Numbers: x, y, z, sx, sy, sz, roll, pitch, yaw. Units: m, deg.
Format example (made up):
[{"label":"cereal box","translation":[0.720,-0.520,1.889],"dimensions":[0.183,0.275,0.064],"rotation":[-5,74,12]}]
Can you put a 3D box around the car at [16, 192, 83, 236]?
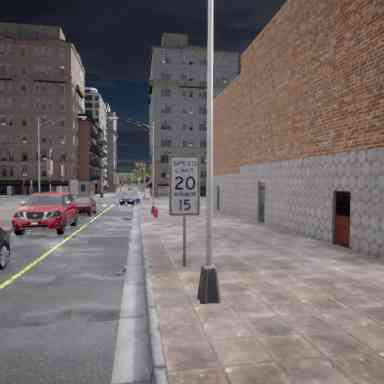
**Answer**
[{"label":"car","translation":[-7.500,1.020,17.569],"dimensions":[2.150,2.045,5.566],"rotation":[0,1,-10]}]

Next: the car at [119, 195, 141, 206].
[{"label":"car","translation":[-7.927,1.085,42.906],"dimensions":[1.895,1.301,4.718],"rotation":[1,0,3]}]

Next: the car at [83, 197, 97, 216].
[{"label":"car","translation":[-9.191,1.144,27.894],"dimensions":[1.882,1.535,5.008],"rotation":[0,1,-9]}]

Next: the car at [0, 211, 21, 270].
[{"label":"car","translation":[-5.866,1.430,7.732],"dimensions":[1.837,1.490,4.892],"rotation":[0,1,-9]}]
